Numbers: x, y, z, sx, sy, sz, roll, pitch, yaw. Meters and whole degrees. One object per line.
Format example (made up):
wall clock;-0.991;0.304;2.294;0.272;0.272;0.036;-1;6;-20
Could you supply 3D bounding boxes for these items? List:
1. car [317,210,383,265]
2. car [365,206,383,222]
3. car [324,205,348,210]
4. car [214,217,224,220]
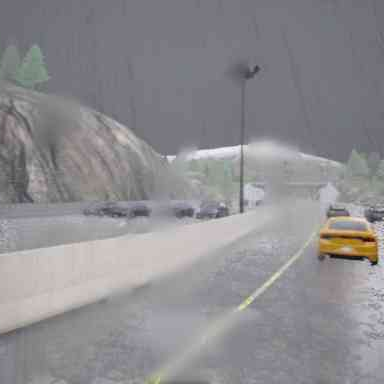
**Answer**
car;6.006;1.698;12.853;1.882;1.535;5.008;1;0;26
car;17.075;2.066;30.447;2.128;1.511;4.902;1;-1;20
car;13.868;2.018;31.877;2.128;1.511;4.902;1;-1;20
car;1.933;1.644;30.410;2.097;1.767;4.553;1;-1;21
